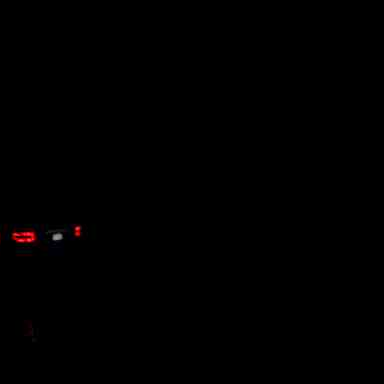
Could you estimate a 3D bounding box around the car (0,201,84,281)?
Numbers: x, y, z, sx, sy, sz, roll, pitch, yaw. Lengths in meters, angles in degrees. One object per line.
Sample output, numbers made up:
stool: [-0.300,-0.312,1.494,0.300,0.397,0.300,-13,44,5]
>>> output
car: [-5.772,1.319,10.405,5.566,2.045,2.150,-1,0,35]
